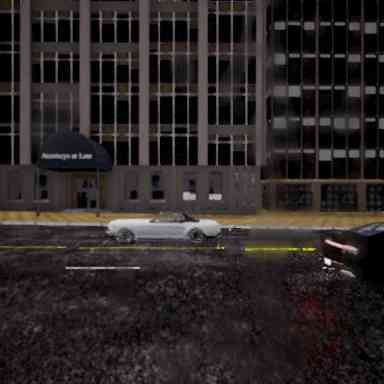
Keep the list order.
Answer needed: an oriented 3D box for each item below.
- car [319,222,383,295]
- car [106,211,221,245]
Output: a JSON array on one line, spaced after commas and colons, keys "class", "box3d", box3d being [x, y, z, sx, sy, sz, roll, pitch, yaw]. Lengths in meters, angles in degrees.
[{"class": "car", "box3d": [5.546, 1.455, 7.704, 4.902, 1.511, 2.128, 2, 0, -1]}, {"class": "car", "box3d": [-1.194, 1.481, 14.340, 4.718, 1.301, 1.895, 0, 0, -1]}]
